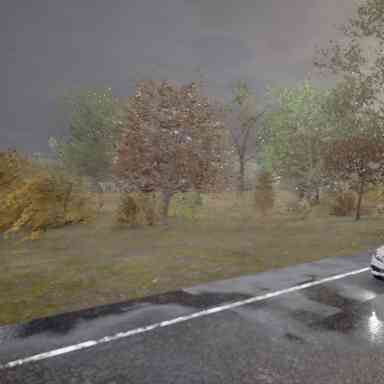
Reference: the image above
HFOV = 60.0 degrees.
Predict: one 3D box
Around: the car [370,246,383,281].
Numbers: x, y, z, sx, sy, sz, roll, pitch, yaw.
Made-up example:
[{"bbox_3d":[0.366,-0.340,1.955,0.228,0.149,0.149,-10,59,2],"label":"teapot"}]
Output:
[{"bbox_3d":[6.568,1.527,8.745,4.674,1.442,1.812,0,0,-36],"label":"car"}]
